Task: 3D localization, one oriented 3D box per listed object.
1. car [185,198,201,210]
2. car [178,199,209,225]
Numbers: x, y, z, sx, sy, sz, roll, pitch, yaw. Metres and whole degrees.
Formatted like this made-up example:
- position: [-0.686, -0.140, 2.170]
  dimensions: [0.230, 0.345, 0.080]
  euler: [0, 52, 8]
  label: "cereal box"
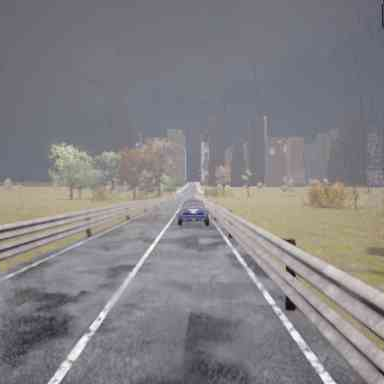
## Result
- position: [0.097, 1.550, 42.442]
  dimensions: [1.994, 1.385, 4.181]
  euler: [0, 0, 0]
  label: "car"
- position: [0.099, 1.344, 24.170]
  dimensions: [2.097, 1.767, 4.553]
  euler: [0, 0, 0]
  label: "car"
